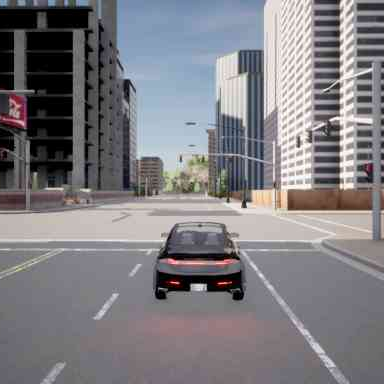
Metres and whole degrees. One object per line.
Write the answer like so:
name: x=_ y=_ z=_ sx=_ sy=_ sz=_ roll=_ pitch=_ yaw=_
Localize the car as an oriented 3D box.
car: x=0.199 y=1.492 z=8.365 sx=2.128 sy=1.511 sz=4.902 roll=0 pitch=0 yaw=2
